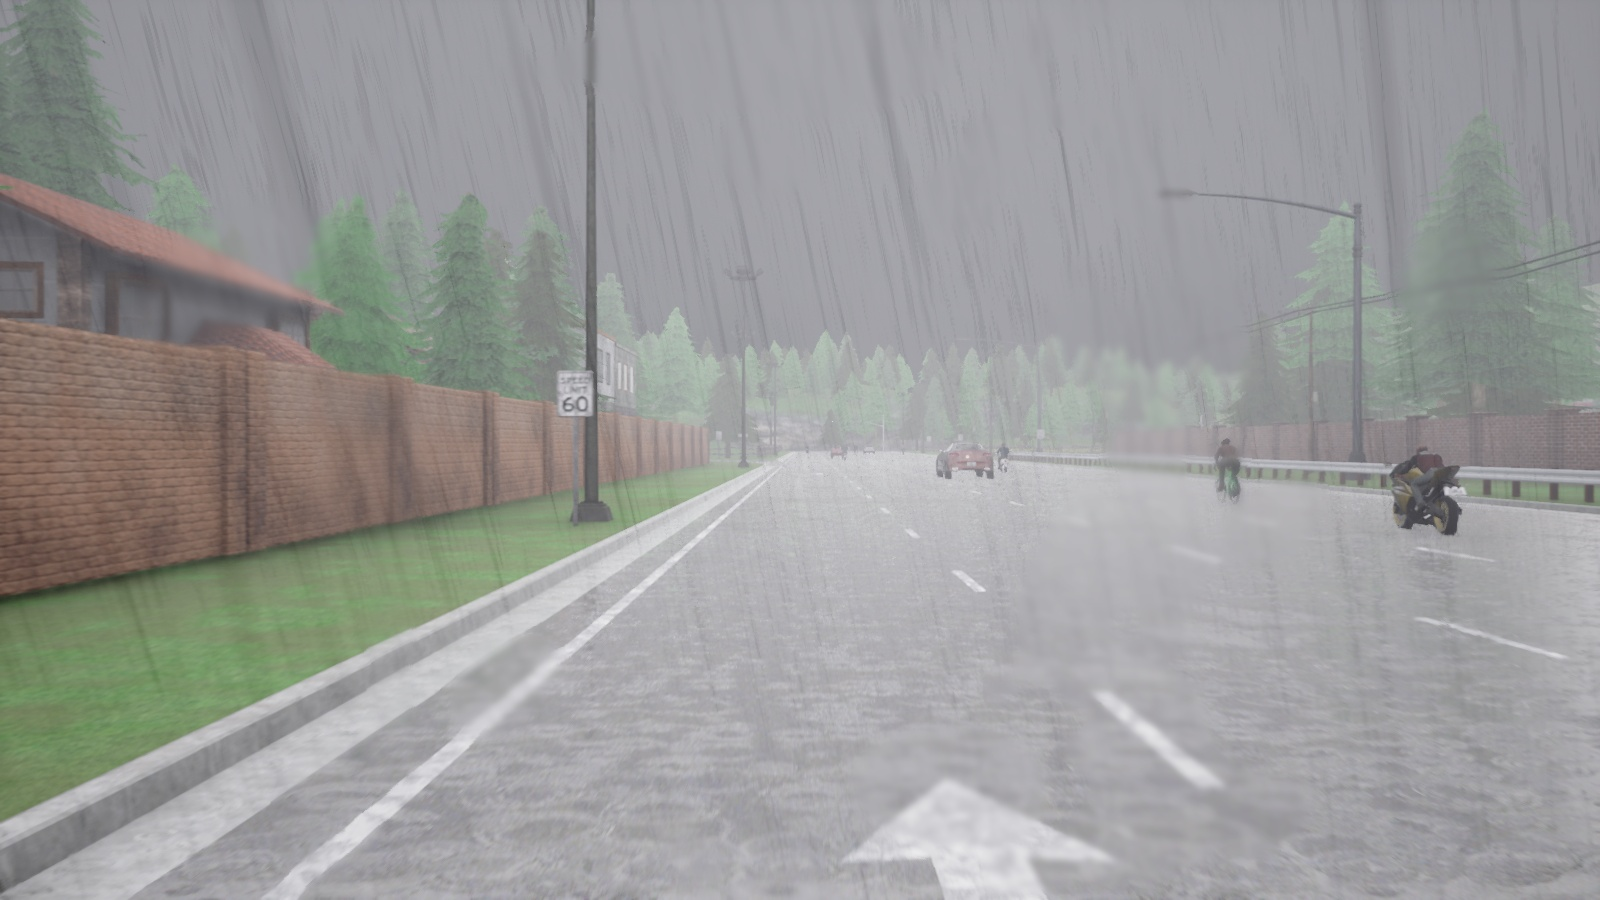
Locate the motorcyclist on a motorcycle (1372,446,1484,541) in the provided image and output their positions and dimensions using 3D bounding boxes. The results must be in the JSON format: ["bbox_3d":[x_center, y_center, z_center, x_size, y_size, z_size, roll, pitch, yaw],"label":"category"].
[{"bbox_3d":[10.647,0.702,21.403,0.866,1.530,2.191,0,0,2],"label":"motorcyclist on a motorcycle"}]

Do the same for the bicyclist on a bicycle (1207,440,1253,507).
[{"bbox_3d":[10.693,0.579,31.252,0.582,1.620,1.656,0,0,0],"label":"bicyclist on a bicycle"}]

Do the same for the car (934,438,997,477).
[{"bbox_3d":[7.335,0.299,56.072,2.152,1.651,5.027,0,0,0],"label":"car"}]
